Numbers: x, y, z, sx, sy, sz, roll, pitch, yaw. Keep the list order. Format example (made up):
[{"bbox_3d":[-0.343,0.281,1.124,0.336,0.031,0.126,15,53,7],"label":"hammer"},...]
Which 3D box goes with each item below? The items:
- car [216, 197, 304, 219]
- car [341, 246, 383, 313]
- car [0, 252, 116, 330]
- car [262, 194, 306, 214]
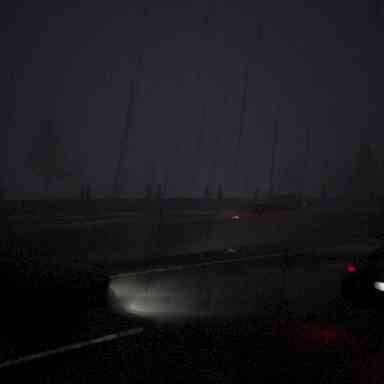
[{"bbox_3d":[3.400,1.336,17.855,4.553,1.767,2.097,0,0,-27],"label":"car"},{"bbox_3d":[4.944,1.561,6.568,4.181,1.385,1.994,0,0,-30],"label":"car"},{"bbox_3d":[-4.010,1.524,5.150,5.357,1.411,2.033,0,0,-34],"label":"car"},{"bbox_3d":[6.681,1.219,27.184,5.566,2.045,2.150,0,0,-23],"label":"car"}]
